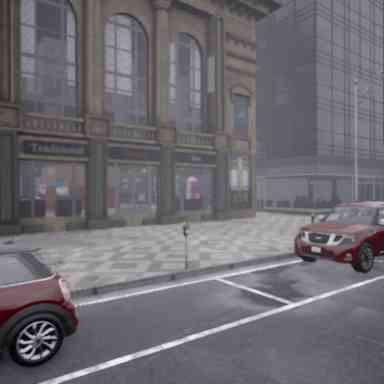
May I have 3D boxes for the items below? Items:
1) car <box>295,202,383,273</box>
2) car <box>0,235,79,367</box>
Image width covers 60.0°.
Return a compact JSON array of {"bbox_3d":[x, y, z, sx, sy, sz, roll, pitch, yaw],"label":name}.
[{"bbox_3d":[5.486,1.264,10.676,5.009,1.841,2.192,0,0,-35],"label":"car"},{"bbox_3d":[-3.697,1.443,4.128,4.097,1.590,1.967,0,0,-35],"label":"car"}]
